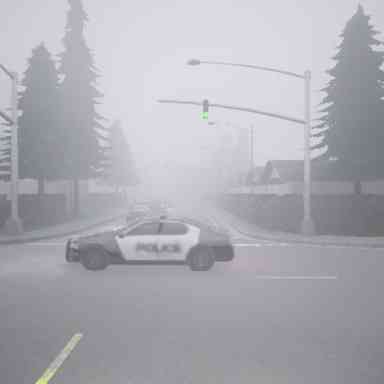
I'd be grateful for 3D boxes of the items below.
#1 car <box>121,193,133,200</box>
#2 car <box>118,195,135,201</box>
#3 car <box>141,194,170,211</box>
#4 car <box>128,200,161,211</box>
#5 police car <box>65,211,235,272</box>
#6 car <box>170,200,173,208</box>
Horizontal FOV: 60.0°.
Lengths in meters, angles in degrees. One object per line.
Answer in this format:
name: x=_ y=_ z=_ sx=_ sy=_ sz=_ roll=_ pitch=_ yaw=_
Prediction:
car: x=-17.097 y=1.138 z=80.441 sx=3.866 sy=1.878 sz=1.905 roll=0 pitch=0 yaw=-1
car: x=-16.519 y=1.423 z=83.771 sx=3.806 sy=1.475 sz=1.970 roll=0 pitch=0 yaw=-1
car: x=-3.726 y=1.377 z=34.765 sx=2.097 sy=1.767 sz=4.553 roll=0 pitch=0 yaw=0
car: x=-3.691 y=1.545 z=24.993 sx=1.812 sy=1.442 sz=4.674 roll=0 pitch=0 yaw=1
police car: x=-1.236 y=1.497 z=10.273 sx=4.974 sy=1.542 sz=2.038 roll=0 pitch=0 yaw=1
car: x=-3.711 y=1.598 z=47.395 sx=1.994 sy=1.385 sz=4.181 roll=0 pitch=0 yaw=0
